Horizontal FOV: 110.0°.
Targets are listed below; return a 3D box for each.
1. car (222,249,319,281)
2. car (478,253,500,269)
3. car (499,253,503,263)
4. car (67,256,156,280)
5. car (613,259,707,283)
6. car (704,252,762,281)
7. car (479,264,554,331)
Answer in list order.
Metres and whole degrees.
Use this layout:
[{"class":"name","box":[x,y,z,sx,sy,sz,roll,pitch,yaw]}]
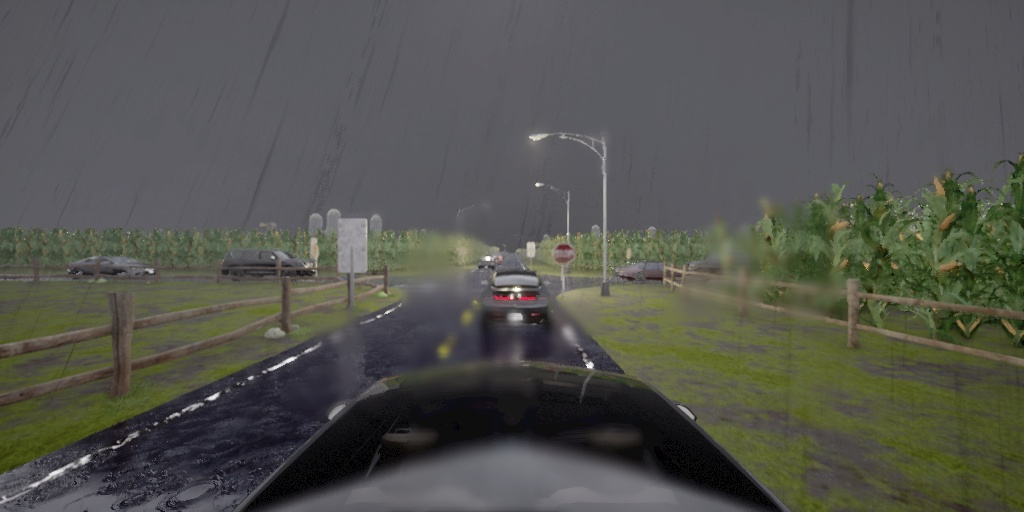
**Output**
[{"class":"car","box":[-15.813,0.564,23.590,5.566,2.045,2.150,0,0,0]},{"class":"car","box":[-2.758,0.738,40.974,2.033,1.411,5.357,0,1,0]},{"class":"car","box":[-2.735,0.613,50.671,1.994,1.385,4.181,0,1,0]},{"class":"car","box":[-26.218,0.776,23.697,4.902,1.511,2.128,0,0,1]},{"class":"car","box":[9.501,1.049,23.682,5.357,1.411,2.033,0,0,1]},{"class":"car","box":[15.400,0.753,26.146,5.566,2.045,2.150,0,0,1]},{"class":"car","box":[0.115,1.131,10.517,1.837,1.490,4.892,0,0,0]}]
